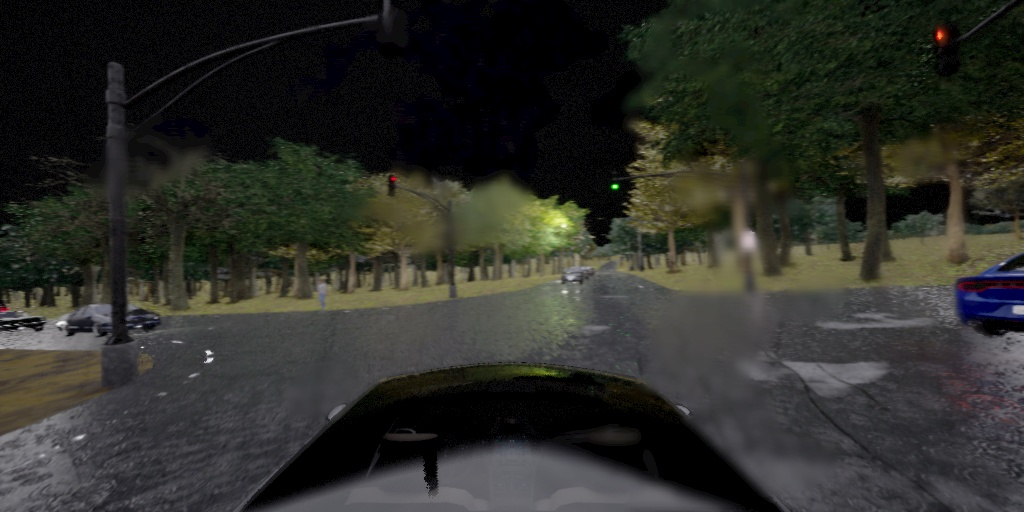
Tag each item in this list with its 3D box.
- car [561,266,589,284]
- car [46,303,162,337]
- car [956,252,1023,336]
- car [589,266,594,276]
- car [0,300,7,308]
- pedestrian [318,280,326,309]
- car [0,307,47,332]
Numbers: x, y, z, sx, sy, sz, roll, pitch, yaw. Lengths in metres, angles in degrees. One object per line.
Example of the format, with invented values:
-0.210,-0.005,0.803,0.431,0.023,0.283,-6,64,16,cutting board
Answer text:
5.705,1.792,33.389,2.128,1.511,4.902,-2,-2,15,car
-19.159,2.954,17.000,5.357,1.411,2.033,-5,-2,22,car
9.934,0.484,5.822,5.008,1.535,1.882,-4,-3,-13,car
8.120,1.966,42.461,2.128,1.511,4.902,-2,-2,15,car
-43.305,4.609,28.855,5.566,2.045,2.150,-4,-2,18,car
-11.876,2.361,22.466,0.375,1.860,0.375,-2,1,18,pedestrian
-28.574,3.748,20.085,4.718,1.301,1.895,-4,-2,18,car
